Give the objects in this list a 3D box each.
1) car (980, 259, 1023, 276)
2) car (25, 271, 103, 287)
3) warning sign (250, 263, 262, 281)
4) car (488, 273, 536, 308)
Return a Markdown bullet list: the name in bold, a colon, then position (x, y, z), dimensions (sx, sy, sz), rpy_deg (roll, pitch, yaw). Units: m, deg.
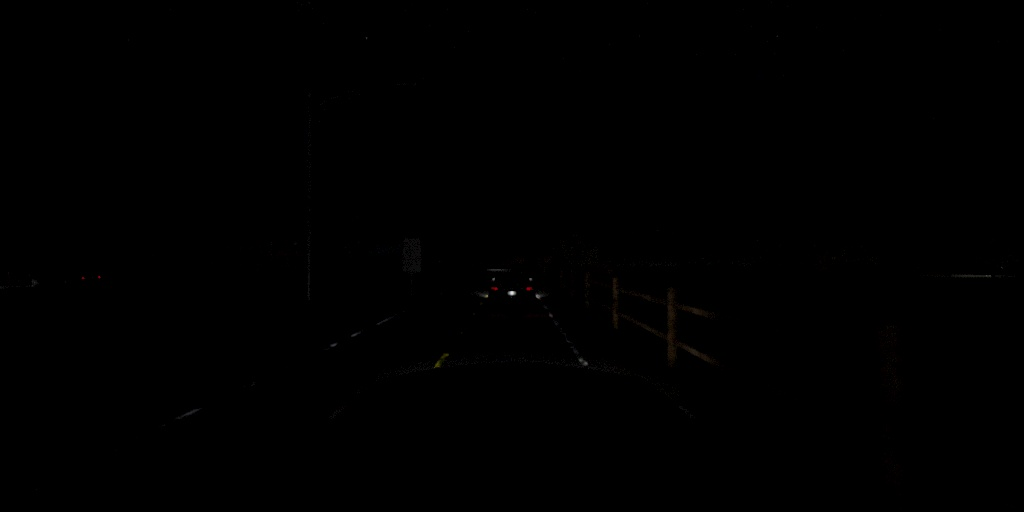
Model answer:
- **car**: position (48.560, 1.093, 34.718), dimensions (5.008, 1.535, 1.882), rpy_deg (0, -2, 0)
- **car**: position (-42.068, 2.111, 33.781), dimensions (5.357, 1.411, 2.033), rpy_deg (-1, -2, -1)
- **warning sign**: position (-25.782, 1.566, 36.381), dimensions (1.060, 1.860, 1.300), rpy_deg (0, 0, -1)
- **car**: position (0.007, 1.455, 16.139), dimensions (1.994, 1.385, 4.181), rpy_deg (0, -1, 0)
